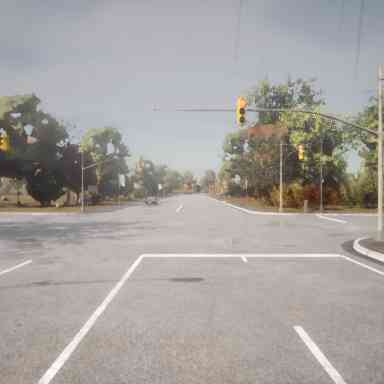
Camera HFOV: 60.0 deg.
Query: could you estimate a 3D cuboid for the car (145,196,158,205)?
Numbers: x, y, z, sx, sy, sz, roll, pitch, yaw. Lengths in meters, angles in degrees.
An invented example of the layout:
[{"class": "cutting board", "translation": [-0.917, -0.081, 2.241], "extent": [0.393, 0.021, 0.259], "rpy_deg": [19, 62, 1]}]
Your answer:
[{"class": "car", "translation": [-7.000, 1.499, 57.442], "extent": [1.812, 1.442, 4.674], "rpy_deg": [0, 0, 0]}]
